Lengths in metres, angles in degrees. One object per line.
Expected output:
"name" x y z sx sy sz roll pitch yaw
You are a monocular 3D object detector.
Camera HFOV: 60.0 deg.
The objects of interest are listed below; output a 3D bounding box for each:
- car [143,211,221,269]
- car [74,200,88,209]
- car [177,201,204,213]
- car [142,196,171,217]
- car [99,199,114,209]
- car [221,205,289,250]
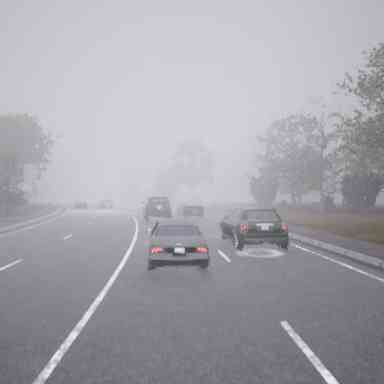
"car" -0.548 1.606 11.348 2.033 1.411 5.357 0 0 -5
"car" -16.131 1.836 48.337 1.895 1.301 4.718 0 0 -20
"car" -0.235 1.642 32.111 1.882 1.535 5.008 0 0 -13
"car" -3.122 1.371 28.956 2.150 2.045 5.566 0 0 -11
"car" -12.590 1.733 48.732 2.128 1.511 4.902 0 0 -20
"car" 2.613 1.425 14.955 2.097 1.767 4.553 0 0 -6
